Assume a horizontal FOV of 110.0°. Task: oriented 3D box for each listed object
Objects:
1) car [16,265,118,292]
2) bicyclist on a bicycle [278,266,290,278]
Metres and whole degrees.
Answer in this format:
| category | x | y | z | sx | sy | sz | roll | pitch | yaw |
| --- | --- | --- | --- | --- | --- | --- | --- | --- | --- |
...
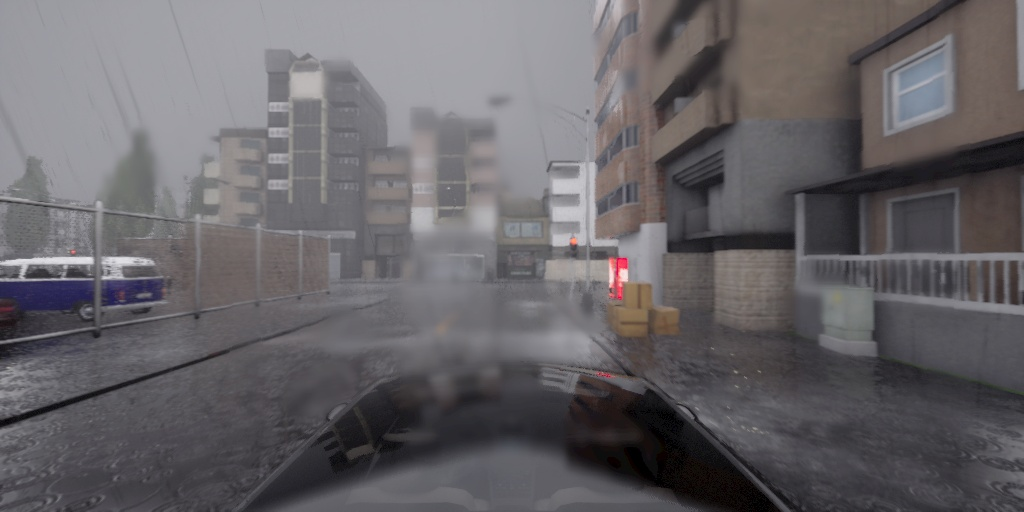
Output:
| category | x | y | z | sx | sy | sz | roll | pitch | yaw |
| --- | --- | --- | --- | --- | --- | --- | --- | --- | --- |
| car | -31.702 | 1.585 | 25.643 | 4.674 | 1.442 | 1.812 | 0 | -1 | 0 |
| bicyclist on a bicycle | -21.620 | 1.516 | 34.023 | 0.582 | 1.620 | 1.656 | 0 | 0 | 0 |
